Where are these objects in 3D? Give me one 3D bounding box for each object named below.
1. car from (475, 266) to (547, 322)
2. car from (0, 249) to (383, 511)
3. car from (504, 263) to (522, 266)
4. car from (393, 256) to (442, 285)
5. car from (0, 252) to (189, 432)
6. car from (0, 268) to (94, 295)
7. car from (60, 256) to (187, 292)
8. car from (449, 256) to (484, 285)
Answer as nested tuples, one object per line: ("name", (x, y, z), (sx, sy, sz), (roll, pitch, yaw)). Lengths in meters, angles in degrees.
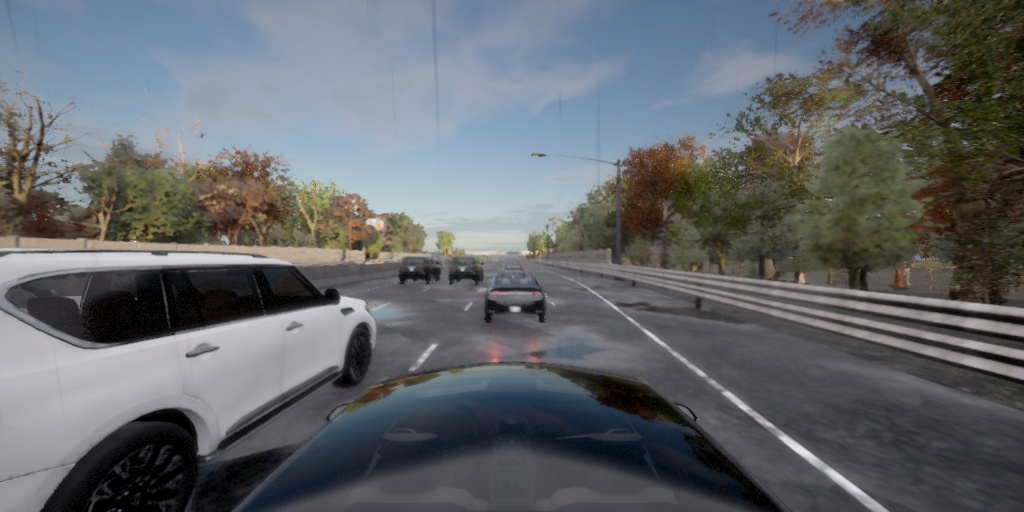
("car", (0.101, 1.272, 12.364), (2.128, 1.511, 4.902), (0, 0, 0))
("car", (-3.406, 0.976, 3.799), (2.150, 2.045, 5.566), (0, 0, 0))
("car", (0.105, 1.324, 28.307), (2.128, 1.511, 4.902), (0, 0, 0))
("car", (-6.896, 1.050, 27.362), (2.150, 2.045, 5.566), (0, 0, 0))
("car", (-6.912, 0.976, 3.689), (2.150, 2.045, 5.566), (0, 0, 0))
("car", (-27.768, 1.406, 20.669), (1.895, 1.301, 4.718), (0, 0, -2))
("car", (-24.595, 1.035, 23.143), (2.150, 2.045, 5.566), (0, 0, 0))
("car", (-3.396, 1.050, 27.350), (2.150, 2.045, 5.566), (0, 0, 0))
